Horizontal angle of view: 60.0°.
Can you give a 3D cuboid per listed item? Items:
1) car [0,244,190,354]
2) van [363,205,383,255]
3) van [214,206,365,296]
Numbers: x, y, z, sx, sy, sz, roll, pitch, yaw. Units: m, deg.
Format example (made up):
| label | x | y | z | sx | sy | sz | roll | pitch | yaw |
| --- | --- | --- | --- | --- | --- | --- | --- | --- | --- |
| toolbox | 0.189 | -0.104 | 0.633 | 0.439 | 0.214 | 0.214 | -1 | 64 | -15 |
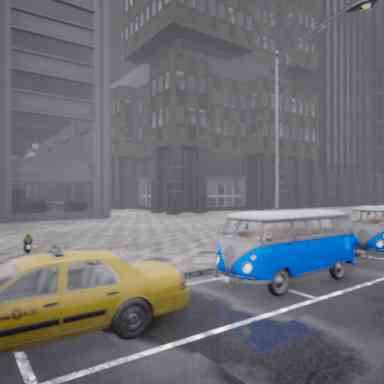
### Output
| label | x | y | z | sx | sy | sz | roll | pitch | yaw |
| --- | --- | --- | --- | --- | --- | --- | --- | --- | --- |
| car | -2.317 | 1.526 | 5.000 | 4.829 | 1.417 | 1.752 | 0 | 0 | -35 |
| van | 7.010 | 1.355 | 11.644 | 3.998 | 1.788 | 1.690 | 0 | 0 | -35 |
| van | 2.416 | 1.348 | 8.372 | 3.998 | 1.788 | 1.690 | 0 | 0 | -35 |
